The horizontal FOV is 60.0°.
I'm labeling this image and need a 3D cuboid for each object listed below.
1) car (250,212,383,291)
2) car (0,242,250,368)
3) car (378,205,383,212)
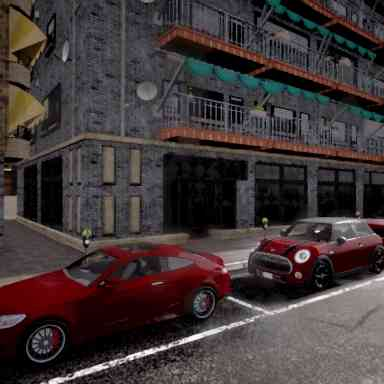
[{"bbox_3d":[3.407,1.443,9.004,4.097,1.590,1.967,0,0,-36],"label":"car"},{"bbox_3d":[-1.196,1.582,5.706,4.206,1.307,1.802,0,0,-36],"label":"car"},{"bbox_3d":[8.012,1.322,12.303,5.009,1.841,2.192,0,0,-36],"label":"car"}]
